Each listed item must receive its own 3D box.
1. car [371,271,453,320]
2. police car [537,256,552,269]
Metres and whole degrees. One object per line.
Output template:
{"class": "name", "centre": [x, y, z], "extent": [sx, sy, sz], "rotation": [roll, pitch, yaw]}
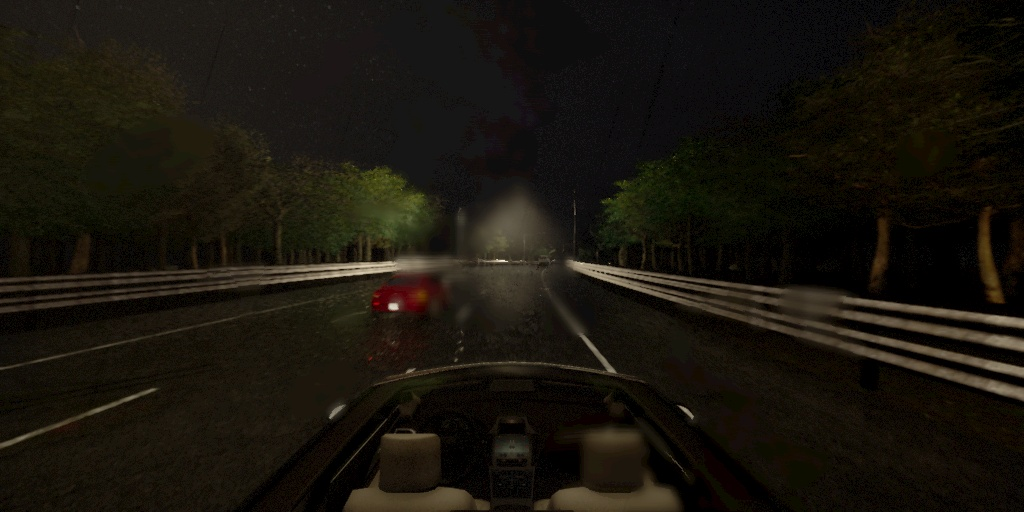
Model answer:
{"class": "car", "centre": [-3.270, 1.253, 12.373], "extent": [1.812, 1.442, 4.674], "rotation": [0, 0, 1]}
{"class": "police car", "centre": [5.295, 1.254, 60.121], "extent": [1.930, 1.638, 5.238], "rotation": [0, 0, 8]}
